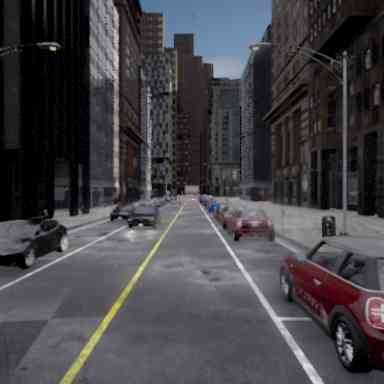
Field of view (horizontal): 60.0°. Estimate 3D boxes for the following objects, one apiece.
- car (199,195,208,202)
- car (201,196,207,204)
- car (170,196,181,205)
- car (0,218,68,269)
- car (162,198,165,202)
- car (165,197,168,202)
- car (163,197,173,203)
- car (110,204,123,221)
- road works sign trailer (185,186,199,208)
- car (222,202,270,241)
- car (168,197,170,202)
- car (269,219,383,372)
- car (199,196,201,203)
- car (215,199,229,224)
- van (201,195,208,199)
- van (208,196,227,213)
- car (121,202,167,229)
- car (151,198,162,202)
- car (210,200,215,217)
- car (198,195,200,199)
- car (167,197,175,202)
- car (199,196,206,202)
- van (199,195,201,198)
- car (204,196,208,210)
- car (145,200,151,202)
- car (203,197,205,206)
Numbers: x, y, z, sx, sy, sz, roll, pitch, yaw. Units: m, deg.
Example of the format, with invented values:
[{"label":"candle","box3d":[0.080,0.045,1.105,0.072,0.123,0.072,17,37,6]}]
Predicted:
[{"label":"car","box3d":[2.848,1.655,84.786,2.192,1.841,5.009,0,0,0]},{"label":"car","box3d":[2.850,1.770,50.894,1.947,1.339,4.313,0,0,0]},{"label":"car","box3d":[-3.020,1.858,63.740,1.895,1.301,4.718,0,0,0]},{"label":"car","box3d":[-5.673,1.611,11.349,1.947,1.339,4.313,0,0,0]},{"label":"car","box3d":[-5.676,1.644,50.890,1.967,1.590,4.097,0,0,0]},{"label":"car","box3d":[-5.675,1.778,56.538,2.008,1.369,4.403,0,0,0]},{"label":"car","box3d":[-5.676,1.864,79.134,1.887,1.381,4.507,0,0,0]},{"label":"car","box3d":[-5.673,1.678,28.294,1.947,1.339,4.313,0,0,0]},{"label":"road works sign trailer","box3d":[-0.002,0.664,53.759,2.380,3.560,2.880,0,0,0]},{"label":"car","box3d":[2.851,1.507,17.003,1.967,1.590,4.097,0,0,0]},{"label":"car","box3d":[-5.675,1.833,62.187,1.802,1.307,4.206,0,0,0]},{"label":"car","box3d":[2.852,1.463,5.706,1.967,1.590,4.097,0,0,0]},{"label":"car","box3d":[2.849,1.796,62.191,1.887,1.381,4.507,0,0,0]},{"label":"car","box3d":[2.851,1.530,22.651,1.967,1.590,4.097,0,0,0]},{"label":"van","box3d":[2.848,1.569,56.543,1.690,1.788,3.998,0,0,0]},{"label":"van","box3d":[2.850,1.476,33.949,1.690,1.788,3.998,0,0,0]},{"label":"car","box3d":[-3.101,1.638,22.777,2.033,1.411,5.357,0,0,0]},{"label":"car","box3d":[-5.675,1.732,45.241,2.008,1.369,4.403,0,0,0]},{"label":"car","box3d":[2.851,1.657,28.299,1.887,1.381,4.507,0,0,0]},{"label":"car","box3d":[2.848,1.613,73.489,2.192,1.841,5.009,0,0,0]},{"label":"car","box3d":[-5.676,1.941,90.432,1.802,1.307,4.206,0,0,0]},{"label":"car","box3d":[2.848,1.800,90.434,1.967,1.590,4.097,0,0,0]},{"label":"van","box3d":[2.848,1.616,67.840,1.690,1.788,3.998,0,0,0]},{"label":"car","box3d":[2.850,1.598,39.597,1.967,1.590,4.097,0,0,0]},{"label":"car","box3d":[-5.674,1.680,33.943,1.887,1.381,4.507,0,0,0]},{"label":"car","box3d":[2.850,1.726,45.245,1.887,1.381,4.507,0,0,0]}]
